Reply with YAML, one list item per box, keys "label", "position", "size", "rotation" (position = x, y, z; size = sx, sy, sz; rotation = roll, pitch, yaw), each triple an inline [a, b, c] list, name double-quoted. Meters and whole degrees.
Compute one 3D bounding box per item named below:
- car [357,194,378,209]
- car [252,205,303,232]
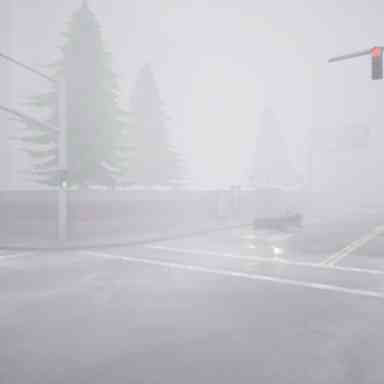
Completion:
- label: "car"
  position: [25.677, 1.562, 48.871]
  size: [2.097, 1.767, 4.553]
  rotation: [-1, 0, 36]
- label: "car"
  position: [5.604, 1.619, 21.400]
  size: [1.882, 1.535, 5.008]
  rotation: [-1, 0, 36]
